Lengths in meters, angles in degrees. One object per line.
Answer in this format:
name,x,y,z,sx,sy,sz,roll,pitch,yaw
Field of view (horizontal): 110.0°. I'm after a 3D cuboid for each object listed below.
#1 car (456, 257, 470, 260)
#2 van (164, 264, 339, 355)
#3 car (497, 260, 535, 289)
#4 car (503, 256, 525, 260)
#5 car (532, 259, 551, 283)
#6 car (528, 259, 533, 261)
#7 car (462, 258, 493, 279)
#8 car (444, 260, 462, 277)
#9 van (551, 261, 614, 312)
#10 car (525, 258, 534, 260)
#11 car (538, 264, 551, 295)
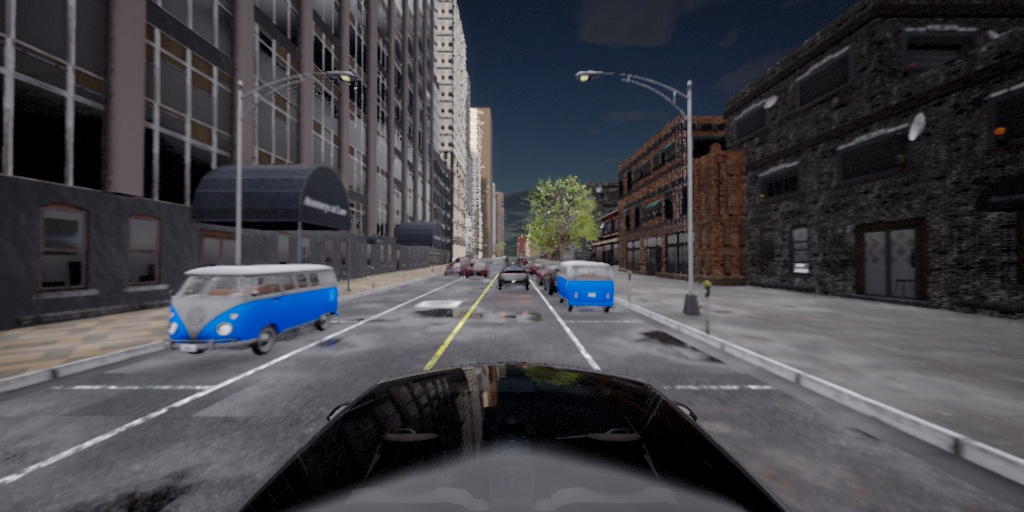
car,-5.690,1.063,41.675,2.192,1.841,5.009,0,0,0
van,-5.689,1.093,8.397,1.690,1.789,3.998,0,0,0
car,0.099,1.245,22.891,2.128,1.511,4.902,0,0,0
car,0.100,0.968,44.052,2.150,2.045,5.566,0,0,0
car,2.691,1.193,25.037,1.967,1.591,4.097,0,0,0
car,2.691,1.296,36.131,1.888,1.381,4.507,0,0,0
car,-3.069,1.229,32.645,1.882,1.535,5.008,0,0,0
car,-5.690,1.332,36.129,1.802,1.307,4.207,0,0,0
van,2.691,1.094,13.944,1.690,1.789,3.998,0,0,0
car,2.691,1.270,47.392,1.751,1.417,4.829,0,0,0
car,2.691,1.319,19.491,1.948,1.339,4.313,0,0,0
